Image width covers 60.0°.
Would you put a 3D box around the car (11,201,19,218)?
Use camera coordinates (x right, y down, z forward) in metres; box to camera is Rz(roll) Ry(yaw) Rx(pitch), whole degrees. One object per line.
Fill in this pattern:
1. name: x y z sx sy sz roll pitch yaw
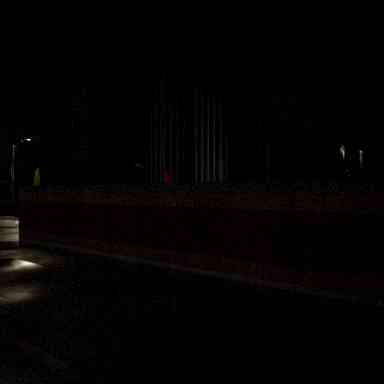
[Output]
1. car: -12.265 1.603 28.823 2.033 1.411 5.357 0 0 37

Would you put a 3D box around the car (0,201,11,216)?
1. car: -16.423 1.547 29.102 2.128 1.511 4.902 0 0 37
